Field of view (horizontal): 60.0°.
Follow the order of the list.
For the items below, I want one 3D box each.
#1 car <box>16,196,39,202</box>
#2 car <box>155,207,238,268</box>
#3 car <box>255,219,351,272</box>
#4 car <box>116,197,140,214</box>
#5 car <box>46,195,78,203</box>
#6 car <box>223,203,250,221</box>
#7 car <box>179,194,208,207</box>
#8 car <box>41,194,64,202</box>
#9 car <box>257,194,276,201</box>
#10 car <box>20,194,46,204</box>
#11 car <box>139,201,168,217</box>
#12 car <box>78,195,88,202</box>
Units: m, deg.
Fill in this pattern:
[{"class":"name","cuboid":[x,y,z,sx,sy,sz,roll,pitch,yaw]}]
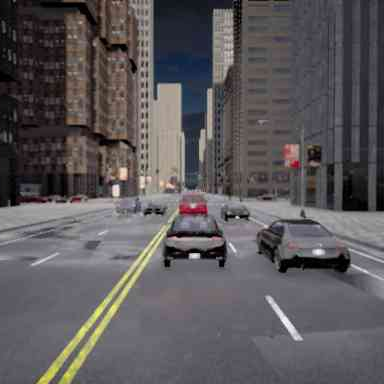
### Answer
[{"class":"car","cuboid":[-35.579,1.485,71.990,4.206,1.307,1.802,0,1,0]},{"class":"car","cuboid":[0.080,1.479,11.227,2.128,1.511,4.902,0,0,0]},{"class":"car","cuboid":[3.329,1.552,10.740,1.994,1.385,4.181,0,0,0]},{"class":"car","cuboid":[-6.594,1.298,35.076,2.097,1.767,4.553,0,0,0]},{"class":"car","cuboid":[-24.726,1.575,63.472,4.313,1.339,1.947,0,1,0]},{"class":"car","cuboid":[3.334,1.566,26.598,1.895,1.301,4.718,0,0,0]},{"class":"car","cuboid":[0.090,1.184,27.141,2.150,2.045,5.566,0,0,0]},{"class":"car","cuboid":[-30.154,1.324,71.990,4.097,1.590,1.967,0,1,0]},{"class":"car","cuboid":[16.683,1.192,75.120,4.097,1.590,1.967,0,1,0]},{"class":"car","cuboid":[-30.153,1.343,63.464,5.009,1.841,2.192,0,1,0]},{"class":"car","cuboid":[-3.349,1.557,30.927,1.895,1.301,4.718,0,0,0]},{"class":"car","cuboid":[-24.729,1.305,71.993,4.097,1.590,1.967,0,1,0]}]
